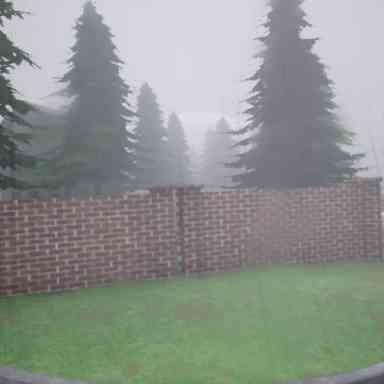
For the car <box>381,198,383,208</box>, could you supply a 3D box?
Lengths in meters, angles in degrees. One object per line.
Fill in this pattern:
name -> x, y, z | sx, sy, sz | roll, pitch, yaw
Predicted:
car -> 17.224, 0.788, 29.622 | 1.837, 1.490, 4.892 | -2, 0, 24
